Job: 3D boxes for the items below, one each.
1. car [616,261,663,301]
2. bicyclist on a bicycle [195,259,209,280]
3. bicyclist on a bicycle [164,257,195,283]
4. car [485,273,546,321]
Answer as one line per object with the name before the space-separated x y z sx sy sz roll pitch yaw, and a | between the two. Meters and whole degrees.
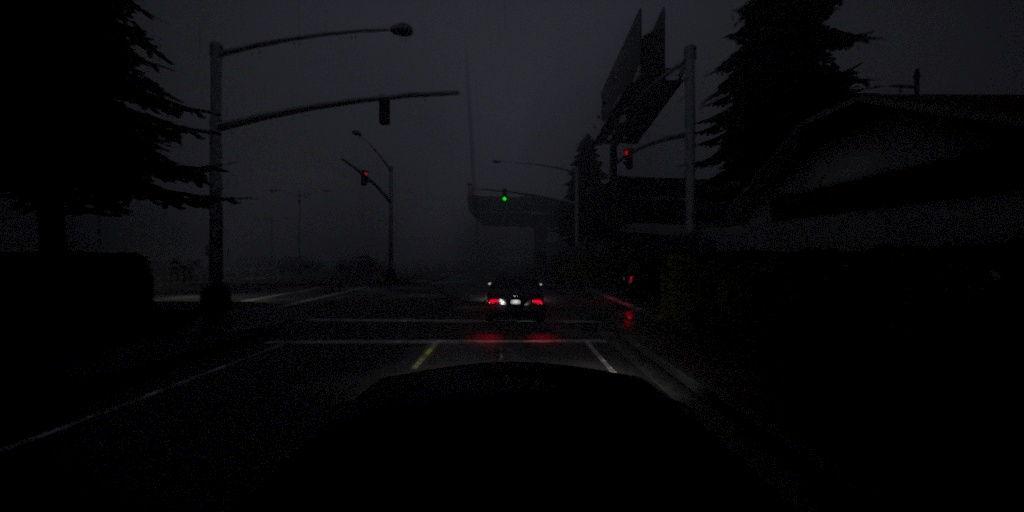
car | 7.117 0.987 16.032 4.553 1.767 2.097 -1 0 0
bicyclist on a bicycle | -24.529 1.047 27.795 1.656 1.620 0.582 1 0 -41
bicyclist on a bicycle | -21.271 0.917 22.677 1.656 1.620 0.582 0 0 6
car | 0.112 1.285 12.367 2.033 1.411 5.357 1 1 0
